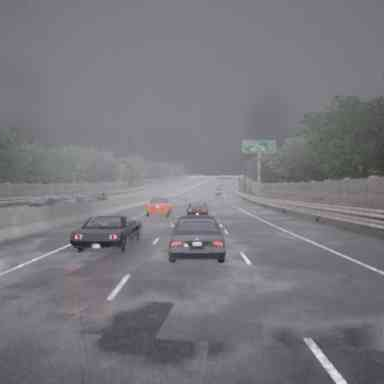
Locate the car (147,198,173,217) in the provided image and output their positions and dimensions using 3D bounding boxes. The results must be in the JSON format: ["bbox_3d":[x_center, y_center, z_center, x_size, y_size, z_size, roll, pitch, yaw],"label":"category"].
[{"bbox_3d":[-2.945,1.325,31.384,2.097,1.767,4.553,0,0,2],"label":"car"}]

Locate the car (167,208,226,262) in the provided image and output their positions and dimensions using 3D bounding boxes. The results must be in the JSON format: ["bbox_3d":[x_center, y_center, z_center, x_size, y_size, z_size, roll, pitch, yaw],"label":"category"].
[{"bbox_3d":[0.177,1.542,12.080,2.033,1.411,5.357,0,0,1],"label":"car"}]

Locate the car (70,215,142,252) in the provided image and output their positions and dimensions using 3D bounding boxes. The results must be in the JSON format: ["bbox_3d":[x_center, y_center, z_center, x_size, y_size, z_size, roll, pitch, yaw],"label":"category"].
[{"bbox_3d":[-3.300,1.593,13.783,1.895,1.301,4.718,0,0,1],"label":"car"}]

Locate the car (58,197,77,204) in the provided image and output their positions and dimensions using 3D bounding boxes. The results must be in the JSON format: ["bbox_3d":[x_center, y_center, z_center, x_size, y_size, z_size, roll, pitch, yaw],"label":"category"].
[{"bbox_3d":[-16.612,1.405,46.805,1.994,1.385,4.181,0,1,3],"label":"car"}]

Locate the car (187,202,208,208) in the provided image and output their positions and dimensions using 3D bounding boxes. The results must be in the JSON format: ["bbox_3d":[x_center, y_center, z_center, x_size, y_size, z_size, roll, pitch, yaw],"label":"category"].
[{"bbox_3d":[0.526,1.579,30.439,1.895,1.301,4.718,0,0,2],"label":"car"}]

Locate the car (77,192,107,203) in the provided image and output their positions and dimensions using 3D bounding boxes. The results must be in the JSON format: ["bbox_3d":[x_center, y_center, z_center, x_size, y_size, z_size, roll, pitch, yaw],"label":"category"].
[{"bbox_3d":[-13.182,1.084,45.233,2.150,2.045,5.566,0,1,2],"label":"car"}]

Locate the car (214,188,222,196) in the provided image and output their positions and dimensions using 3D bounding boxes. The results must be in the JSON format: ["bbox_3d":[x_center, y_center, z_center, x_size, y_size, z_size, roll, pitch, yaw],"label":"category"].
[{"bbox_3d":[7.021,0.350,89.901,1.882,1.535,5.008,0,2,4],"label":"car"}]

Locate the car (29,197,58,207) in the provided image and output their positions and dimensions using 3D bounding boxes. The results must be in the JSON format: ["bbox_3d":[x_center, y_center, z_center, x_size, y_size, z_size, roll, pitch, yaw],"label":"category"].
[{"bbox_3d":[-20.167,1.400,45.704,2.033,1.411,5.357,0,1,3],"label":"car"}]
